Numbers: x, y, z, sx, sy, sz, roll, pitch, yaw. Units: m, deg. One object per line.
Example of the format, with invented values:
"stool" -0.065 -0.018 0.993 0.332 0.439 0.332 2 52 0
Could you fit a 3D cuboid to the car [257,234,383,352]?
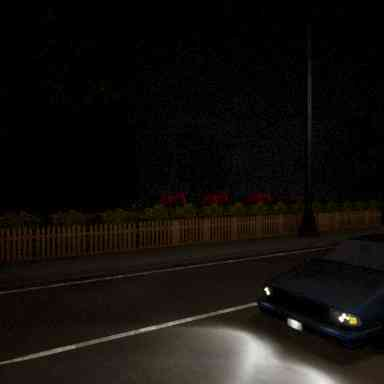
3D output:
"car" 3.766 1.547 6.268 5.357 1.411 2.033 0 0 -32
